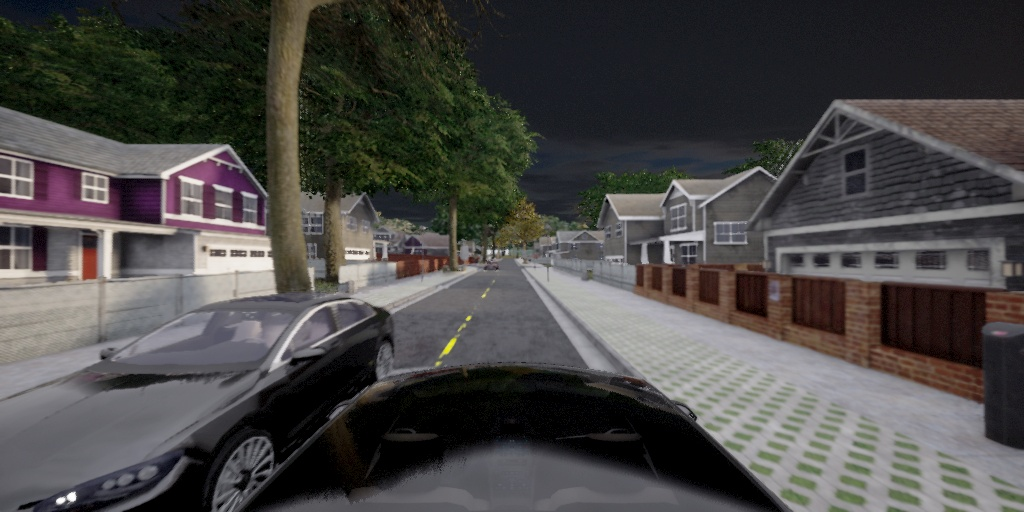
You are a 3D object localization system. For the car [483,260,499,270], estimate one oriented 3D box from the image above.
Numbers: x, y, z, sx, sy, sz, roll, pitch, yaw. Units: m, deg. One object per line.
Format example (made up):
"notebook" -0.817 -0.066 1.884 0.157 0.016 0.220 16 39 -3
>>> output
"car" -2.855 1.231 50.694 1.812 1.442 4.674 0 0 0

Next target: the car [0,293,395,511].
"car" -2.843 1.245 4.095 2.128 1.511 4.902 0 0 0
